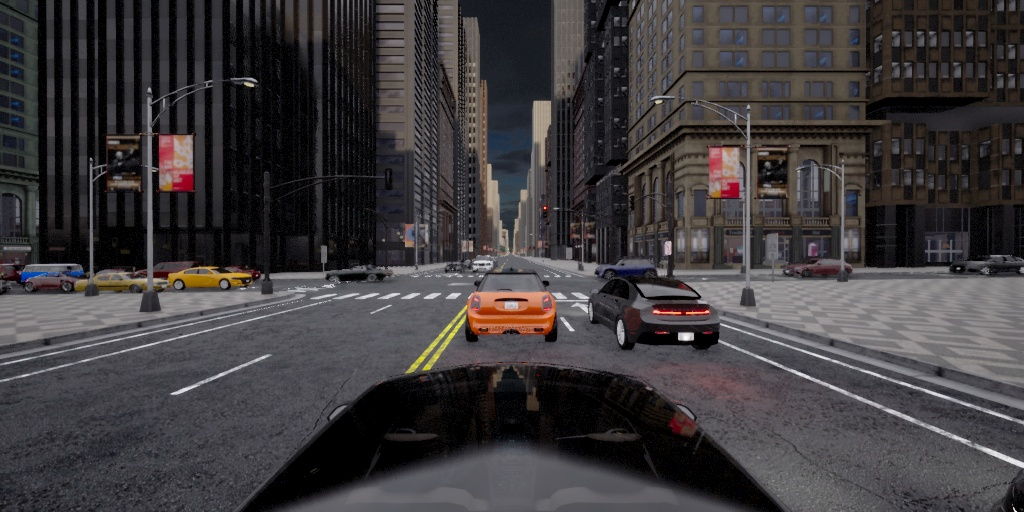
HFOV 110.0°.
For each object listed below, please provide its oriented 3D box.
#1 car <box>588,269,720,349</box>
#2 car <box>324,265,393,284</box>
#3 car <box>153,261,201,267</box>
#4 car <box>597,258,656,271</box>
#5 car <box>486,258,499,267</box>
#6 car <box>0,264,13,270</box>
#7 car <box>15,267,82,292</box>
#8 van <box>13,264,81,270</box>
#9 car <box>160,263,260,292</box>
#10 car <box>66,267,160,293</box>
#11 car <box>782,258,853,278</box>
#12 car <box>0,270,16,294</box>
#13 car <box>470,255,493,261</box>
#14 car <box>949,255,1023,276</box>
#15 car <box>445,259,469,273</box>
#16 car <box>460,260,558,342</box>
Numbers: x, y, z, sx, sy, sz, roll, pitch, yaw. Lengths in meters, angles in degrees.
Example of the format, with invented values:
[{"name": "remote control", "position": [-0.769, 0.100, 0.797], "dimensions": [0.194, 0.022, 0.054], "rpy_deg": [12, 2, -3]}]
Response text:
[{"name": "car", "position": [3.235, 1.254, 9.102], "dimensions": [1.837, 1.490, 4.892], "rpy_deg": [0, 0, 0]}, {"name": "car", "position": [-11.954, 1.414, 28.022], "dimensions": [4.718, 1.301, 1.895], "rpy_deg": [-2, 0, 0]}, {"name": "car", "position": [-29.128, 1.414, 30.680], "dimensions": [5.009, 1.841, 2.192], "rpy_deg": [0, 0, 0]}, {"name": "car", "position": [8.809, 0.950, 28.036], "dimensions": [4.553, 1.767, 2.097], "rpy_deg": [-1, 0, 0]}, {"name": "car", "position": [-3.463, 1.200, 63.596], "dimensions": [2.128, 1.511, 4.902], "rpy_deg": [0, 0, 0]}, {"name": "car", "position": [-44.390, 1.621, 30.694], "dimensions": [5.009, 1.841, 2.192], "rpy_deg": [0, 0, 0]}, {"name": "car", "position": [-30.780, 1.711, 24.819], "dimensions": [4.181, 1.385, 1.994], "rpy_deg": [-1, 0, 1]}, {"name": "van", "position": [-39.303, 1.578, 30.689], "dimensions": [3.998, 1.789, 1.690], "rpy_deg": [0, 0, 0]}, {"name": "car", "position": [-20.782, 1.489, 24.807], "dimensions": [5.008, 1.535, 1.882], "rpy_deg": [-1, 0, 0]}, {"name": "car", "position": [-23.880, 1.593, 22.147], "dimensions": [4.829, 1.417, 1.751], "rpy_deg": [0, 0, 0]}, {"name": "car", "position": [23.876, 0.920, 28.053], "dimensions": [4.674, 1.442, 1.812], "rpy_deg": [-1, 0, 0]}, {"name": "car", "position": [-33.822, 1.751, 22.145], "dimensions": [4.403, 1.370, 2.007], "rpy_deg": [0, 0, 0]}, {"name": "car", "position": [-3.449, 0.952, 43.358], "dimensions": [2.150, 2.045, 5.566], "rpy_deg": [0, 0, 0]}, {"name": "car", "position": [37.354, 0.721, 28.050], "dimensions": [4.892, 1.490, 1.837], "rpy_deg": [0, 0, 0]}, {"name": "car", "position": [-6.697, 1.295, 42.515], "dimensions": [1.994, 1.385, 4.181], "rpy_deg": [0, 0, 0]}, {"name": "car", "position": [-0.007, 1.101, 9.963], "dimensions": [2.097, 1.767, 4.553], "rpy_deg": [0, 0, 0]}]
